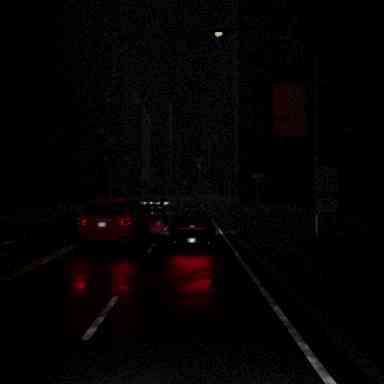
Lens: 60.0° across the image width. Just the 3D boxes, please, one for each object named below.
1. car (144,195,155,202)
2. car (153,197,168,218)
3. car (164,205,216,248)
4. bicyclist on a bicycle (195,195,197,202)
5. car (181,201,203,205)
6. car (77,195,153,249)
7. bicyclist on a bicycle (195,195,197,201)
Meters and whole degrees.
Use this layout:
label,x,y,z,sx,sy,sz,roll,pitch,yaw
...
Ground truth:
label,x,y,z,sx,sy,sz,roll,pitch,yaw
car,-9.751,1.485,75.921,1.994,1.385,4.181,0,0,0
car,-3.250,1.512,29.653,2.128,1.511,4.902,0,0,0
car,0.000,1.522,14.652,1.837,1.490,4.892,0,0,0
bicyclist on a bicycle,0.896,1.493,79.385,0.582,1.620,1.656,0,0,0
car,0.000,1.502,29.653,1.882,1.535,5.008,0,0,0
car,-3.251,1.264,14.683,2.150,2.045,5.566,0,0,0
bicyclist on a bicycle,0.895,1.491,70.384,0.582,1.620,1.656,0,0,0
